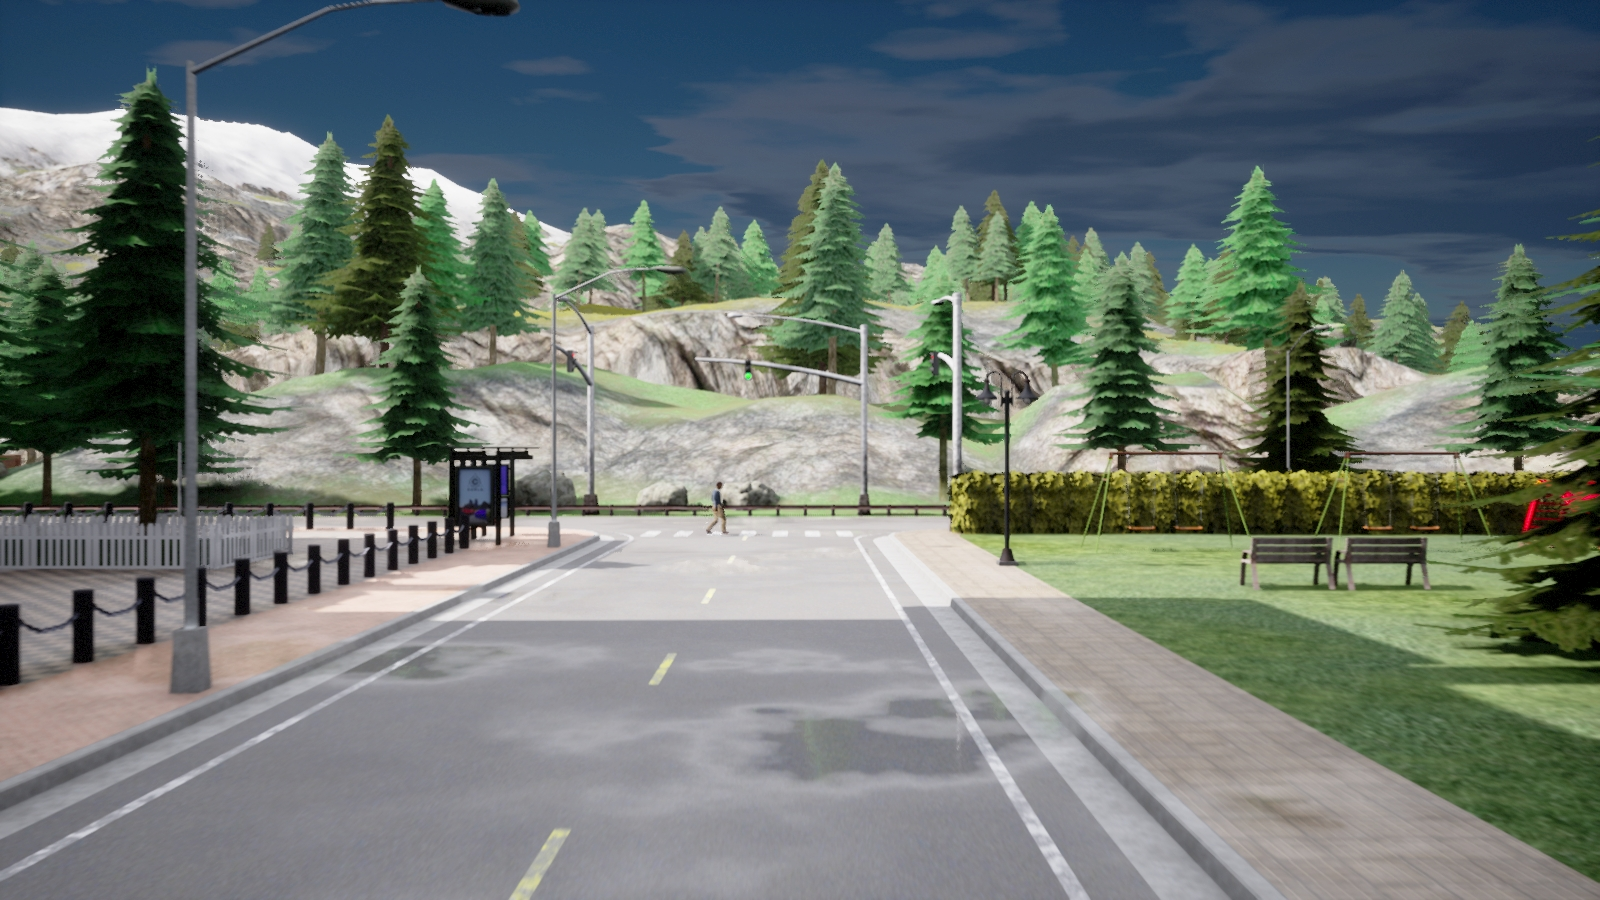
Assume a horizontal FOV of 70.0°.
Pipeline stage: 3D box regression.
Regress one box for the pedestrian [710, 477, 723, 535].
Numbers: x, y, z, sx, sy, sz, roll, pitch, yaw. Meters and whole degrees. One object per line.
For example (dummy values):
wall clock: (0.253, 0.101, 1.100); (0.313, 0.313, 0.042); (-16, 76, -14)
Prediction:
pedestrian: (-2.734, 1.828, 37.365); (0.375, 1.860, 0.375); (0, 0, -8)
